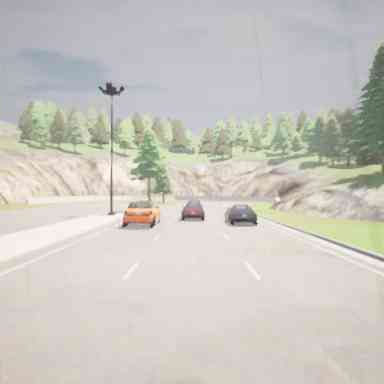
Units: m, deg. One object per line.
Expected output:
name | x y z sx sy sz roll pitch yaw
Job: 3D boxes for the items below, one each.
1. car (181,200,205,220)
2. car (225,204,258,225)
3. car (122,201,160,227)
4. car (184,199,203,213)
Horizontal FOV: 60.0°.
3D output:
car | 0.091 1.621 28.461 1.994 1.385 4.181 0 0 0
car | 3.592 1.614 24.827 1.994 1.385 4.181 0 0 0
car | -3.408 1.398 23.190 2.097 1.767 4.553 0 0 0
car | 0.245 1.625 38.716 2.033 1.411 5.357 0 0 2
